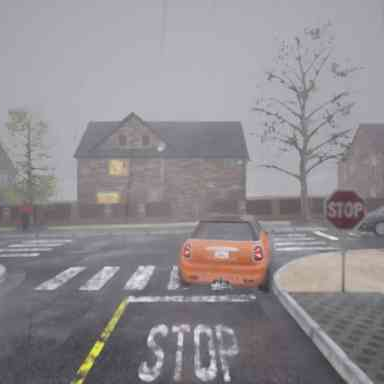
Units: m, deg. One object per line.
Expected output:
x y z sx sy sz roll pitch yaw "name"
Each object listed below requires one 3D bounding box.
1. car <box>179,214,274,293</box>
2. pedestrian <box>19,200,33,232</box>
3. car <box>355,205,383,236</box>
1.149 1.384 9.331 2.097 1.767 4.553 0 0 14 "car"
-9.643 1.345 19.217 0.375 1.860 0.375 0 2 0 "pedestrian"
10.262 1.269 16.334 4.892 1.490 1.837 -1 1 0 "car"
